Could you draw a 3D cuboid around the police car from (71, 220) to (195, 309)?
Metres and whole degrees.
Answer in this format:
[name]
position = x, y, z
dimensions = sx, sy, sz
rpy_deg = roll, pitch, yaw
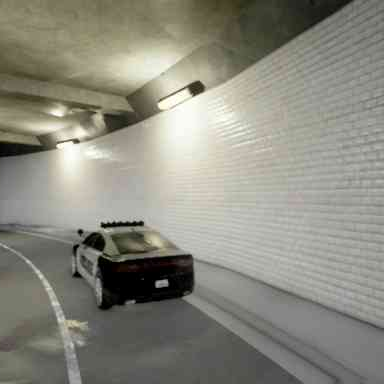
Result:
[police car]
position = -1.824, 1.551, 8.494
dimensions = 1.930, 1.638, 5.238
rpy_deg = 0, -1, -29
